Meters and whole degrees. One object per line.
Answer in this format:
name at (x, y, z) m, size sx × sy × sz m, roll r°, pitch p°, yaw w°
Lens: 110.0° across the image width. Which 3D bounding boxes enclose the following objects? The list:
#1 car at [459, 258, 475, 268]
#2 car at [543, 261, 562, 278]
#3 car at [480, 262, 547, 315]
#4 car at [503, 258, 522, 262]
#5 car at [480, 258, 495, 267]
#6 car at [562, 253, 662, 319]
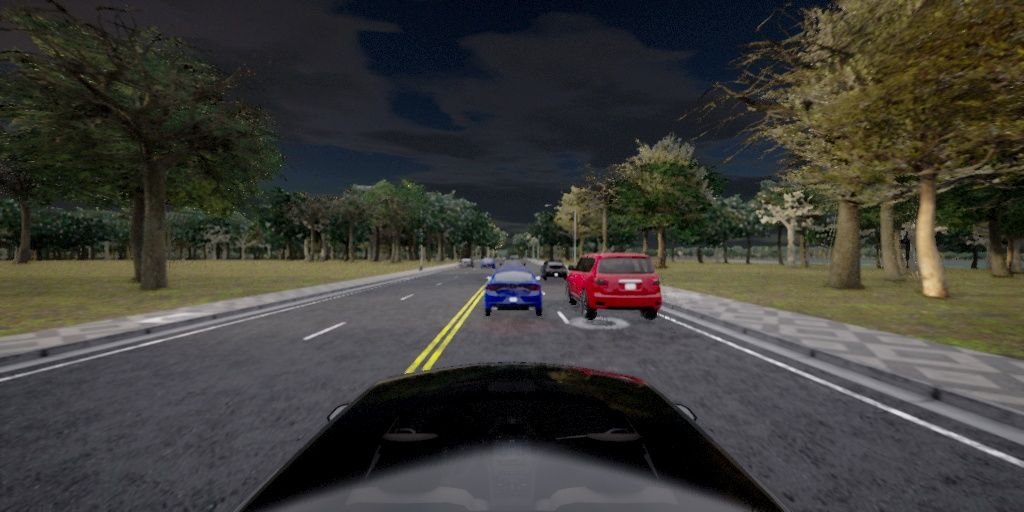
car at (-6.595, 1.024, 52.627) m, size 1.812 × 1.442 × 4.674 m, roll 0°, pitch 0°, yaw 0°
car at (3.308, 1.111, 29.051) m, size 1.837 × 1.490 × 4.892 m, roll 0°, pitch 1°, yaw 0°
car at (0.062, 1.162, 13.328) m, size 1.882 × 1.535 × 5.008 m, roll 0°, pitch 0°, yaw 0°
car at (0.056, 0.958, 28.571) m, size 2.097 × 1.767 × 4.553 m, roll 0°, pitch 0°, yaw 0°
car at (-3.355, 0.985, 50.554) m, size 1.882 × 1.535 × 5.008 m, roll 0°, pitch 0°, yaw 0°
car at (3.309, 0.911, 12.632) m, size 2.150 × 2.045 × 5.566 m, roll 0°, pitch 1°, yaw 0°
